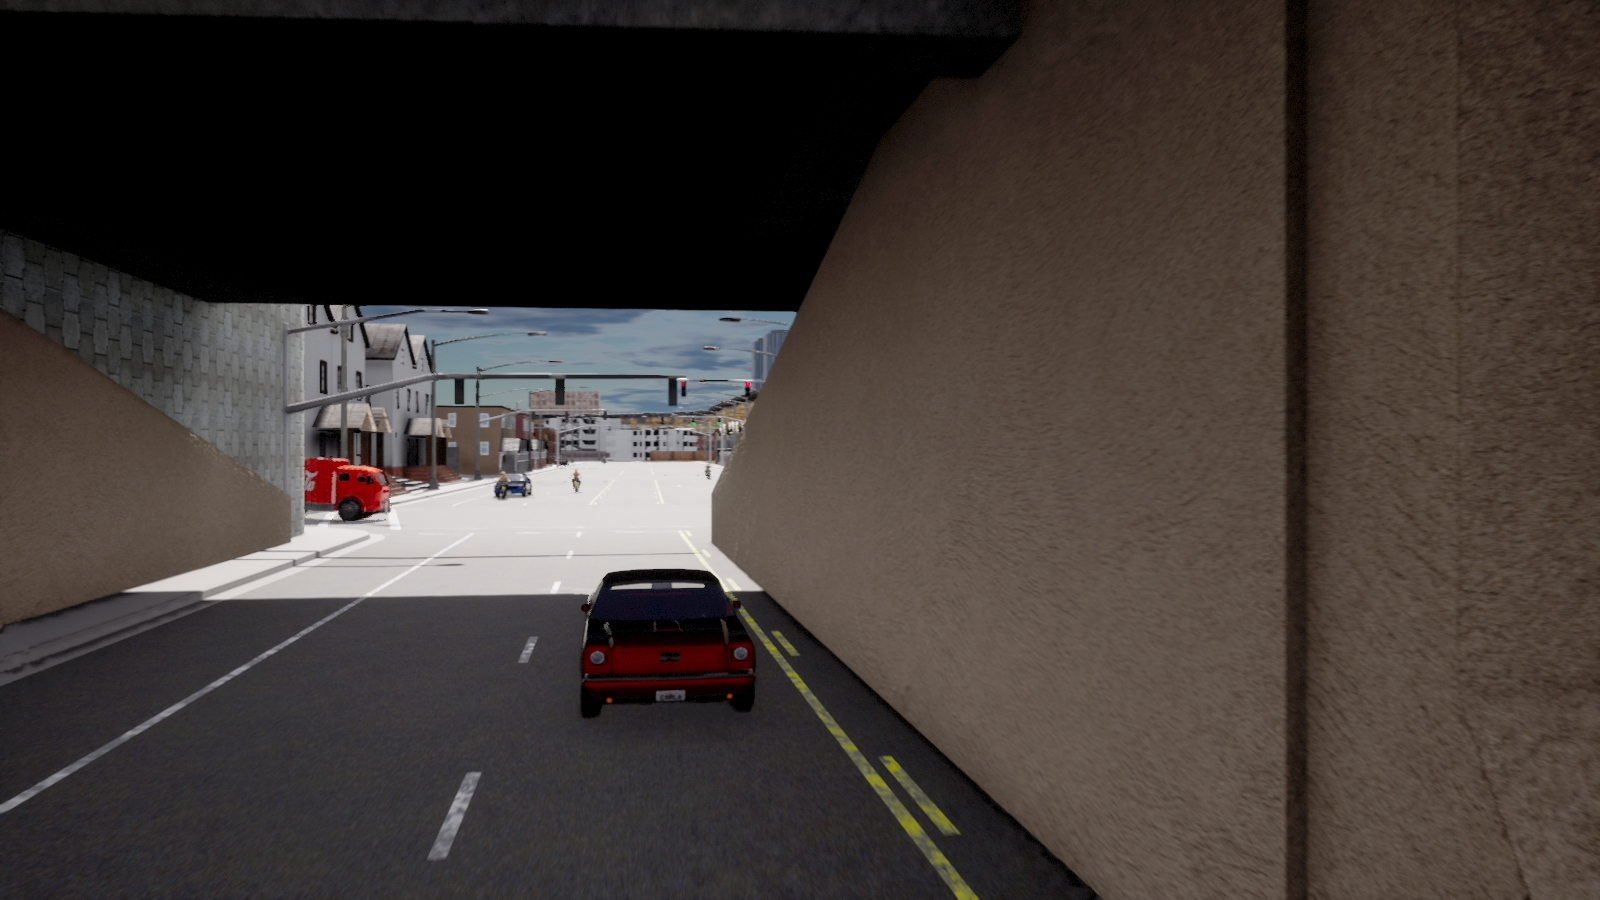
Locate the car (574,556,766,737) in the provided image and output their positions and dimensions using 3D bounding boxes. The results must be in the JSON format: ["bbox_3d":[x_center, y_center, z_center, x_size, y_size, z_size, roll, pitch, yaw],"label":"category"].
[{"bbox_3d":[-1.658,2.156,13.668,1.895,1.301,4.718,0,0,-9],"label":"car"}]

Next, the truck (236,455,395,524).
[{"bbox_3d":[-19.173,1.558,45.485,5.204,2.467,2.627,2,-1,-6],"label":"truck"}]

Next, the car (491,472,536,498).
[{"bbox_3d":[-17.514,2.113,69.991,2.033,1.411,5.357,0,0,-7],"label":"car"}]
